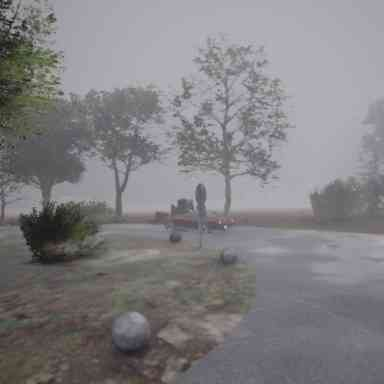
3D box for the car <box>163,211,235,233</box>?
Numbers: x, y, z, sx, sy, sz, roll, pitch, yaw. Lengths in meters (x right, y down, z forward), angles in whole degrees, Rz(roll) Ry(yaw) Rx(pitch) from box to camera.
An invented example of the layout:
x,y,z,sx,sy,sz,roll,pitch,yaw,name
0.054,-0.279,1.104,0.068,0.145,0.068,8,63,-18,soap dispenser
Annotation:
x,y,z,sx,sy,sz,roll,pitch,yaw,name
0.304,1.829,21.224,4.718,1.301,1.895,-1,-1,41,car
